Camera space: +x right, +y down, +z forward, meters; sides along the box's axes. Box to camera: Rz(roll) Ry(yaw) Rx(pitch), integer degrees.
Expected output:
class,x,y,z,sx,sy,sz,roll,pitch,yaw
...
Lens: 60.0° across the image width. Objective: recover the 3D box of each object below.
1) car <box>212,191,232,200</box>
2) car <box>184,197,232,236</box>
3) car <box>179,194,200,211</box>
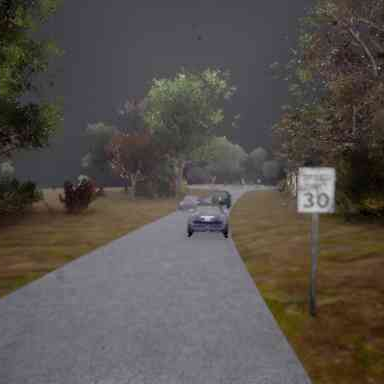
class,x,y,z,sx,sy,sz,roll,pitch,yaw
car,3.711,0.844,41.244,2.150,2.045,5.566,1,2,10
car,0.941,1.383,18.701,2.097,1.767,4.553,0,0,4
car,-0.052,1.107,36.168,2.097,1.767,4.553,1,2,9
